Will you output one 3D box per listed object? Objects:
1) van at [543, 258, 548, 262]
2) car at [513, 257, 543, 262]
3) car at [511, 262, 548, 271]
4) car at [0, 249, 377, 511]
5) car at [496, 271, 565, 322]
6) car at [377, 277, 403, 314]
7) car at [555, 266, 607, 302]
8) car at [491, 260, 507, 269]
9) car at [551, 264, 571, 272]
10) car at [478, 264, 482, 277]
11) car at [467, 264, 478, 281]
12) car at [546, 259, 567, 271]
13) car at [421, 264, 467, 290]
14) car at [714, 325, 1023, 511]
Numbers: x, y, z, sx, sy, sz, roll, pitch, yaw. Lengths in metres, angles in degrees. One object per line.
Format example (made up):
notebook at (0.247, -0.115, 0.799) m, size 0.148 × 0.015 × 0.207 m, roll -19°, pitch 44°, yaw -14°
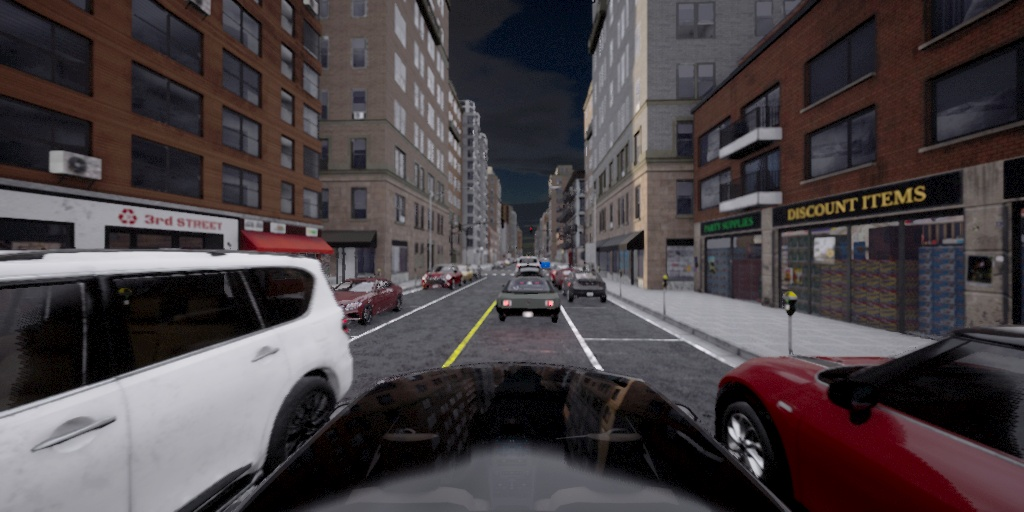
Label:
van at (5.550, 1.280, 60.614) m, size 1.690 × 1.789 × 3.998 m, roll 0°, pitch 0°, yaw 3°
car at (1.495, 1.071, 32.682) m, size 2.150 × 2.045 × 5.566 m, roll 0°, pitch 0°, yaw 3°
car at (1.086, 1.322, 22.521) m, size 1.837 × 1.490 × 4.892 m, roll 0°, pitch 0°, yaw 3°
car at (-2.919, 0.970, 1.717) m, size 2.150 × 2.045 × 5.566 m, roll 0°, pitch 0°, yaw 3°
car at (0.577, 1.385, 12.447) m, size 1.895 × 1.301 × 4.718 m, roll 0°, pitch 0°, yaw 3°
car at (-4.947, 1.363, 11.918) m, size 1.802 × 1.307 × 4.207 m, roll 0°, pitch 0°, yaw 3°
car at (3.347, 1.351, 17.032) m, size 2.007 × 1.370 × 4.403 m, roll 0°, pitch 0°, yaw 3°
car at (-2.465, 1.487, 61.011) m, size 2.007 × 1.370 × 4.403 m, roll 0°, pitch 0°, yaw 3°
car at (3.626, 1.400, 22.544) m, size 1.802 × 1.307 × 4.207 m, roll 0°, pitch 0°, yaw 3°
car at (-3.832, 1.402, 33.964) m, size 2.007 × 1.370 × 4.403 m, roll 0°, pitch 0°, yaw 3°
car at (-4.120, 1.359, 28.282) m, size 1.751 × 1.417 × 4.829 m, roll 0°, pitch 0°, yaw 3°
car at (3.904, 1.276, 28.056) m, size 1.967 × 1.591 × 4.097 m, roll 0°, pitch 0°, yaw 3°
car at (-4.390, 1.256, 22.942) m, size 1.967 × 1.591 × 4.097 m, roll 0°, pitch 0°, yaw 3°
car at (2.918, 1.103, 1.593) m, size 2.097 × 1.767 × 4.553 m, roll 0°, pitch 0°, yaw 3°
